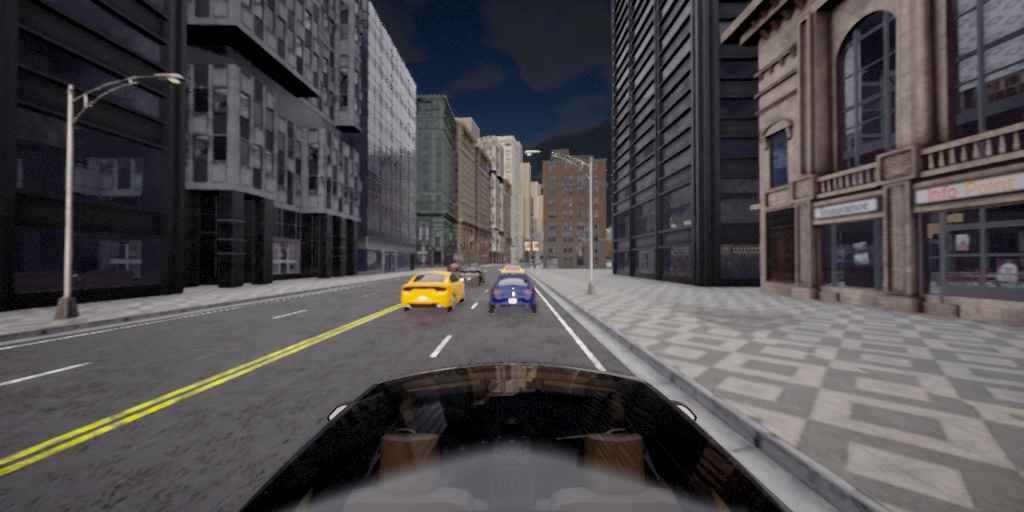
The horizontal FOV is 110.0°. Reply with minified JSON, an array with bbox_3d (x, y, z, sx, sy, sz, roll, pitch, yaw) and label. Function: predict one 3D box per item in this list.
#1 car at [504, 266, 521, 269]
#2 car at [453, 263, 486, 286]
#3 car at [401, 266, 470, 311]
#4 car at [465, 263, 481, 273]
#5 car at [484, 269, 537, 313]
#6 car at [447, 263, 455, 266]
[{"bbox_3d":[0.059,1.561,30.398,1.882,1.535,5.008,0,0,0],"label":"car"},{"bbox_3d":[-3.202,1.562,29.213,2.128,1.511,4.902,0,-1,1],"label":"car"},{"bbox_3d":[-3.194,1.386,15.384,1.882,1.535,5.008,0,0,0],"label":"car"},{"bbox_3d":[-6.533,1.961,60.670,2.128,1.511,4.902,0,-1,1],"label":"car"},{"bbox_3d":[0.052,1.428,14.867,1.812,1.442,4.674,0,0,1],"label":"car"},{"bbox_3d":[-9.783,1.944,60.444,1.882,1.535,5.008,0,-1,1],"label":"car"}]
